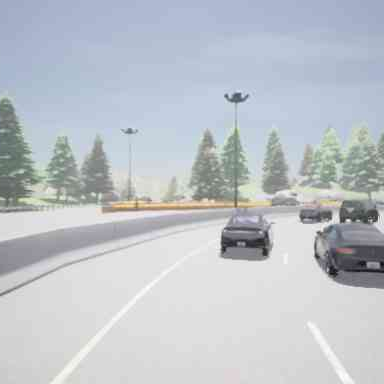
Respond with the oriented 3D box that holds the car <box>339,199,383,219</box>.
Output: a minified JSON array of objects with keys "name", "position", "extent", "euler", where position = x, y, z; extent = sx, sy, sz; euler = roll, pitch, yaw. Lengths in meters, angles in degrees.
[{"name":"car","position":[14.830,1.711,29.444],"extent":[2.150,2.045,5.566],"euler":[-1,-1,41]}]

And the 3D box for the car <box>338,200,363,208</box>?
[{"name":"car","position":[32.136,2.432,67.333],"extent":[4.181,1.385,1.994],"euler":[0,-1,-14]}]

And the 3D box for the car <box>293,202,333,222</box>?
[{"name":"car","position":[11.598,1.967,30.878],"extent":[2.128,1.511,4.902],"euler":[0,-1,39]}]

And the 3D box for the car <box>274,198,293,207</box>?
[{"name":"car","position":[17.192,2.311,57.888],"extent":[4.674,1.442,1.812],"euler":[0,-1,-27]}]

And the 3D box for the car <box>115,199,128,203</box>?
[{"name":"car","position":[-14.771,2.234,69.626],"extent":[2.128,1.511,4.902],"euler":[0,-1,5]}]

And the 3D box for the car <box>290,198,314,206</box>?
[{"name":"car","position":[19.111,2.241,54.796],"extent":[5.008,1.535,1.882],"euler":[0,-1,-28]}]

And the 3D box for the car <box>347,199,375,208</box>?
[{"name":"car","position":[32.320,2.202,63.765],"extent":[4.553,1.767,2.097],"euler":[0,0,-17]}]

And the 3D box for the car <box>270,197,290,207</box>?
[{"name":"car","position":[17.242,2.042,61.876],"extent":[5.566,2.045,2.150],"euler":[0,-1,-26]}]

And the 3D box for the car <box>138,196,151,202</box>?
[{"name":"car","position":[-12.149,2.148,85.247],"extent":[2.150,2.045,5.566],"euler":[0,-1,12]}]

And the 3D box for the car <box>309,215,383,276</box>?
[{"name":"car","position":[5.081,1.703,10.635],"extent":[1.812,1.442,4.674],"euler":[0,-1,13]}]

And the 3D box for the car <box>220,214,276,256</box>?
[{"name":"car","position":[2.472,1.689,14.277],"extent":[2.128,1.511,4.902],"euler":[0,-1,17]}]
